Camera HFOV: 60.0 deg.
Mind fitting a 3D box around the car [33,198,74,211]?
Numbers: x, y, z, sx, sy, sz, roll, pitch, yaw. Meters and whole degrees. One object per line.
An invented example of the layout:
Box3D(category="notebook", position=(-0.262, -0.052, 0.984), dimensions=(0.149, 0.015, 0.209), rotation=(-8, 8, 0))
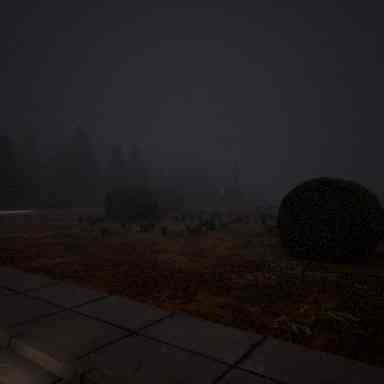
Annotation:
Box3D(category="car", position=(-17.192, 1.482, 41.548), dimensions=(2.128, 1.511, 4.902), rotation=(0, 0, 36))
